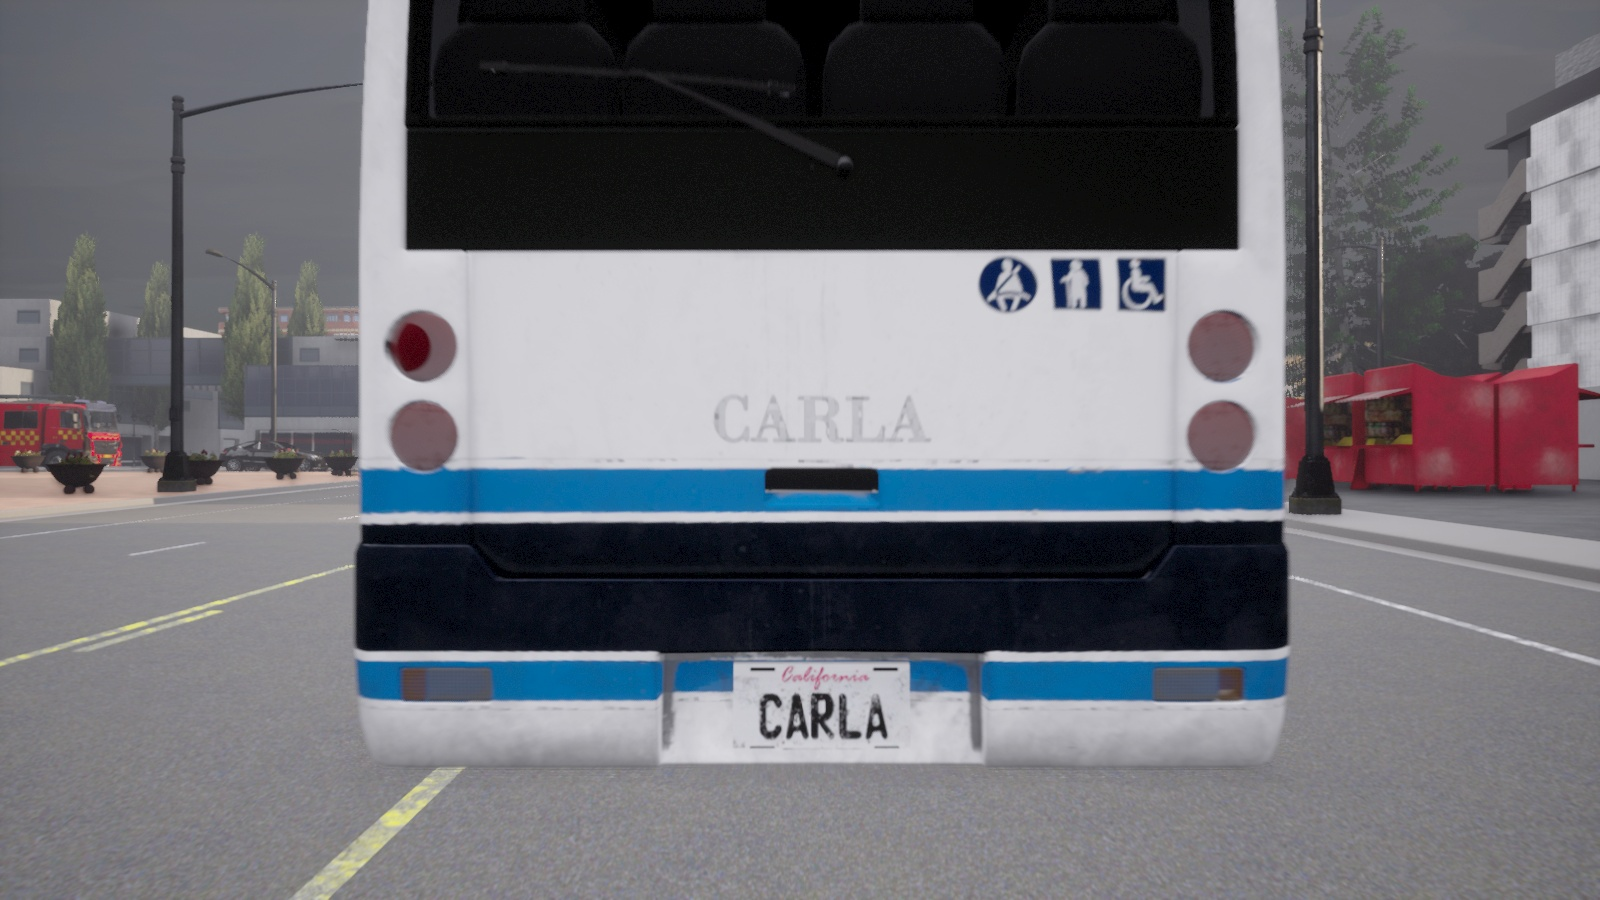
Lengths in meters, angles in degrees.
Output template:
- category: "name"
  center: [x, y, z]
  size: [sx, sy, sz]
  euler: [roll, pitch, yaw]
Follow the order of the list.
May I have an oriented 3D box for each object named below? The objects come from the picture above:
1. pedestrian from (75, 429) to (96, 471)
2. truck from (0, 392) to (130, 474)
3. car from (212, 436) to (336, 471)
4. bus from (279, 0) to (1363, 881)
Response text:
- category: "pedestrian"
  center: [-31.799, 0.007, 55.876]
  size: [0.703, 1.840, 0.431]
  euler: [0, 0, -1]
- category: "truck"
  center: [-37.155, -0.798, 60.216]
  size: [8.468, 3.827, 2.891]
  euler: [0, 0, 1]
- category: "car"
  center: [-25.116, 0.156, 60.070]
  size: [5.027, 1.651, 2.152]
  euler: [0, 0, 1]
- category: "bus"
  center: [0.082, -0.704, 9.745]
  size: [3.944, 4.253, 10.273]
  euler: [0, 2, 0]
